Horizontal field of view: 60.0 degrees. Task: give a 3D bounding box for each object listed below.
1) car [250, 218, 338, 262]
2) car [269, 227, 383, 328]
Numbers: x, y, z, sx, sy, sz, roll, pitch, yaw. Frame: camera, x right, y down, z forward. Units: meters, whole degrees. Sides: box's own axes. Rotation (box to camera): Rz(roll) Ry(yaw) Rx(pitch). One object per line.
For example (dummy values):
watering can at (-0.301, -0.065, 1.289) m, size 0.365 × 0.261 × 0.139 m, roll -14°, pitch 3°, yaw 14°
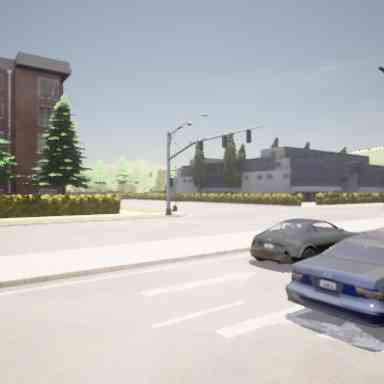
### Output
car at (3.874, 1.563, 10.974) m, size 4.181 × 1.385 × 1.994 m, roll 0°, pitch 0°, yaw -36°
car at (4.217, 1.547, 6.864) m, size 5.357 × 1.411 × 2.033 m, roll 0°, pitch 0°, yaw -36°
